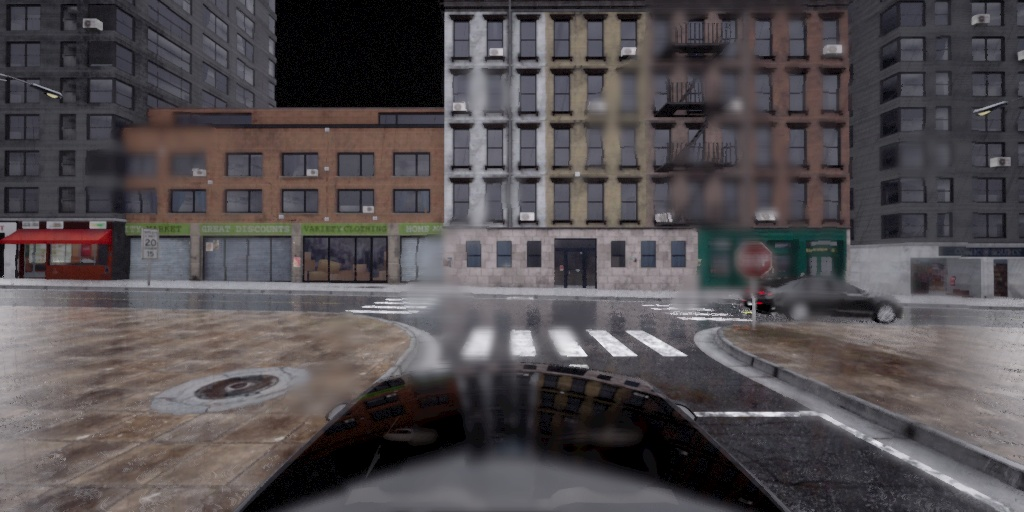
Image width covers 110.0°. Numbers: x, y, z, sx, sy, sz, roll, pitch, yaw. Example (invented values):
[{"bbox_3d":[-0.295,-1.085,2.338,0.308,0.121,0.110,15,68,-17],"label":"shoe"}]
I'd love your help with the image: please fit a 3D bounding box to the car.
[{"bbox_3d":[10.967,1.518,12.818,4.892,1.490,1.837,1,0,0],"label":"car"}]
